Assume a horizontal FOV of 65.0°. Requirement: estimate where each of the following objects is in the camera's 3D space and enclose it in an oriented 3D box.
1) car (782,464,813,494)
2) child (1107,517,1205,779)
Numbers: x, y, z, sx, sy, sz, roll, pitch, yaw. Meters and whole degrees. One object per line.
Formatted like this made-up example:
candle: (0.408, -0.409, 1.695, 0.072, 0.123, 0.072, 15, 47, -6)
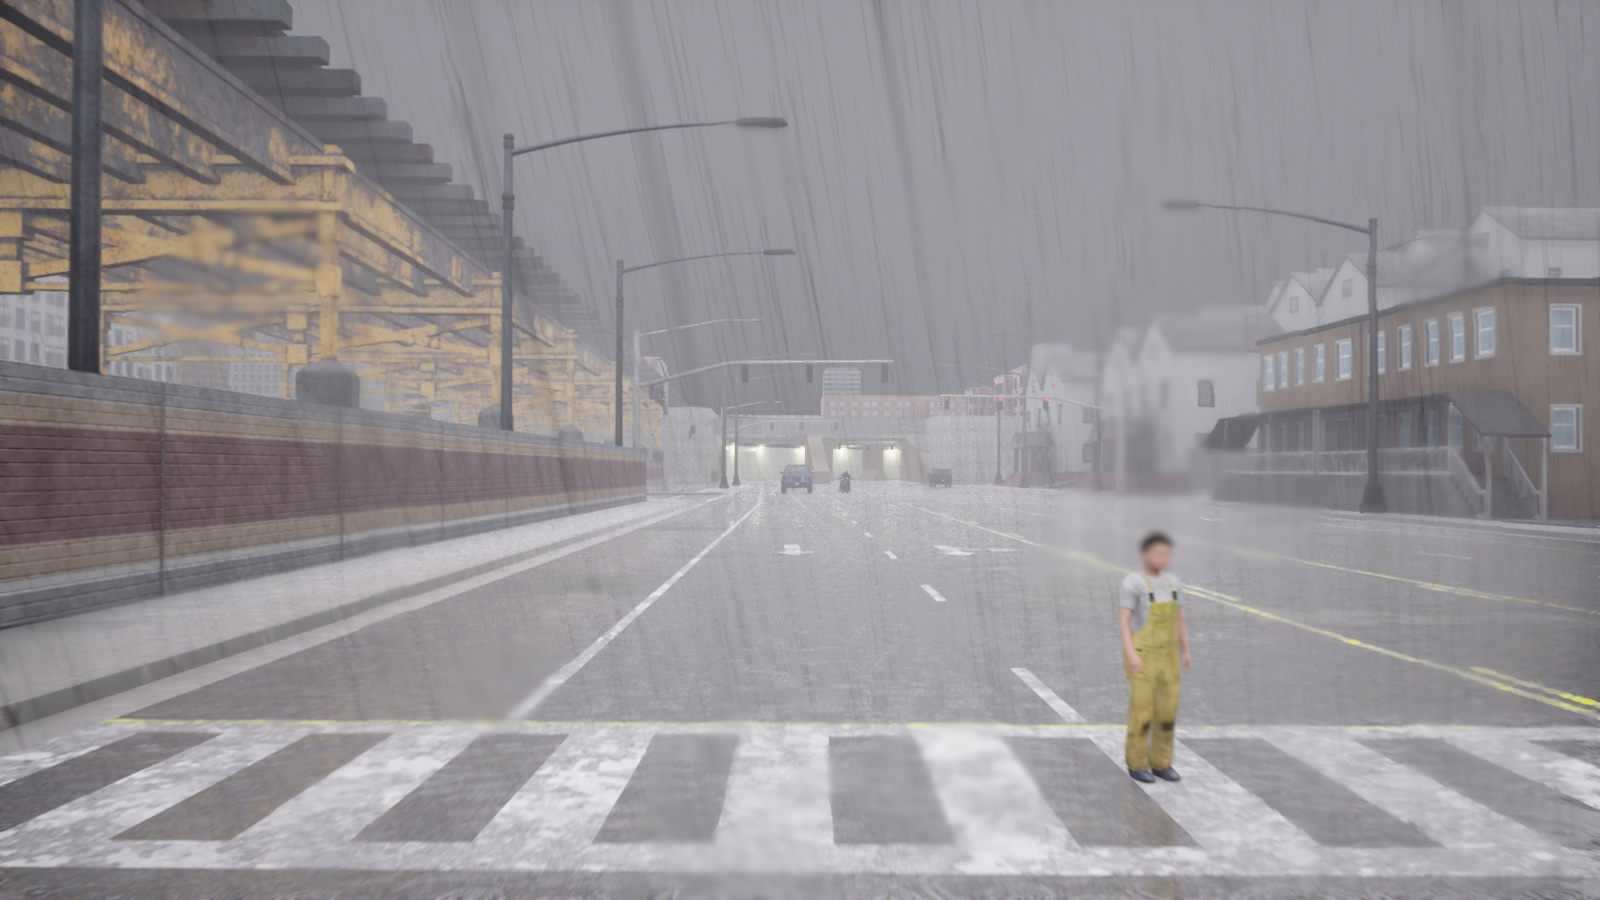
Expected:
car: (-0.201, 2.040, 89.924, 2.150, 2.045, 5.566, 0, -1, 0)
child: (1.801, 0.979, 6.384, 0.270, 1.263, 0.437, 0, -1, -18)
